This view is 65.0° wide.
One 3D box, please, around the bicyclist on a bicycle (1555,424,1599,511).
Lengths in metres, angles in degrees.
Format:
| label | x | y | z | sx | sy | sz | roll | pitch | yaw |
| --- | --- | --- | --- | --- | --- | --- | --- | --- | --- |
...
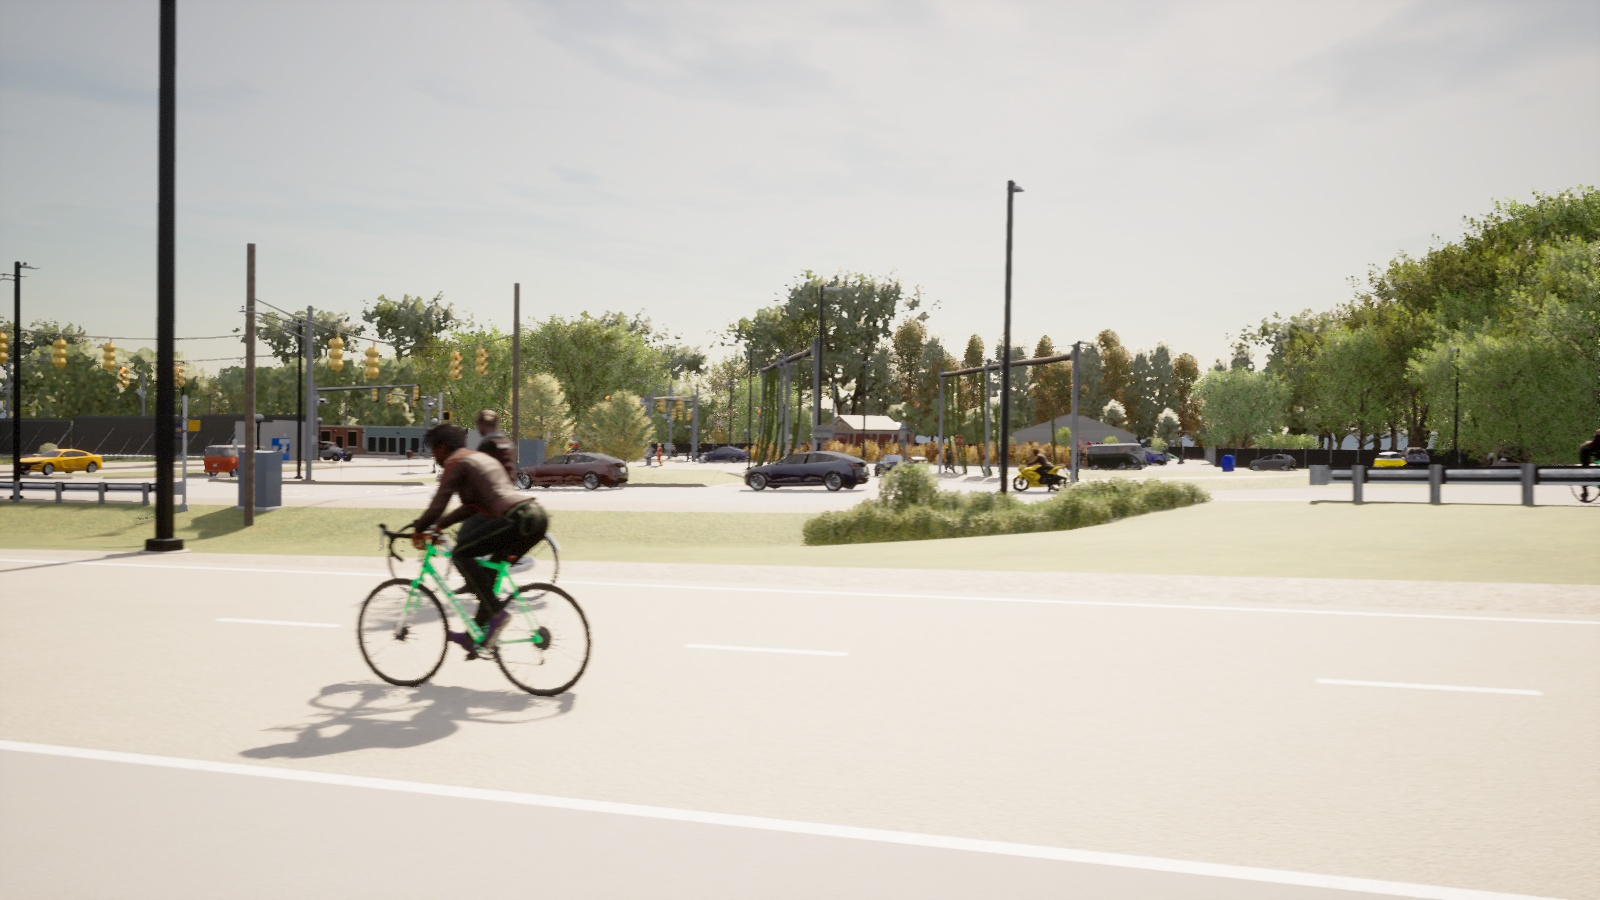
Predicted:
| label | x | y | z | sx | sy | sz | roll | pitch | yaw |
| --- | --- | --- | --- | --- | --- | --- | --- | --- | --- |
| bicyclist on a bicycle | 15.174 | 0.326 | 23.645 | 0.582 | 1.620 | 1.656 | 1 | -1 | -18 |

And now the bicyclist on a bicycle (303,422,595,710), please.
| label | x | y | z | sx | sy | sz | roll | pitch | yaw |
| --- | --- | --- | --- | --- | --- | --- | --- | --- | --- |
| bicyclist on a bicycle | -2.120 | 0.647 | 7.598 | 1.656 | 1.620 | 0.582 | 0 | 1 | 19 |

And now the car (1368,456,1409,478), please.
| label | x | y | z | sx | sy | sz | roll | pitch | yaw |
| --- | --- | --- | --- | --- | --- | --- | --- | --- | --- |
| car | 39.426 | 1.108 | 84.132 | 2.207 | 1.376 | 1.481 | -1 | 2 | -29 |

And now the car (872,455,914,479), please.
| label | x | y | z | sx | sy | sz | roll | pitch | yaw |
| --- | --- | --- | --- | --- | --- | --- | --- | --- | --- |
| car | 5.962 | 1.095 | 80.991 | 1.812 | 1.442 | 4.674 | 1 | 0 | -7 |

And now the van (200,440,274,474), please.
| label | x | y | z | sx | sy | sz | roll | pitch | yaw |
| --- | --- | --- | --- | --- | --- | --- | --- | --- | --- |
| van | -34.956 | 0.407 | 78.122 | 1.775 | 1.987 | 4.442 | 1 | 1 | 15 |

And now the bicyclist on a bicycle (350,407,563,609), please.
| label | x | y | z | sx | sy | sz | roll | pitch | yaw |
| --- | --- | --- | --- | --- | --- | --- | --- | --- | --- |
| bicyclist on a bicycle | -3.188 | 0.494 | 11.649 | 1.843 | 1.776 | 0.659 | 1 | 1 | 19 |

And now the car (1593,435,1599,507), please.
| label | x | y | z | sx | sy | sz | roll | pitch | yaw |
| --- | --- | --- | --- | --- | --- | --- | --- | --- | --- |
| car | 18.765 | 0.413 | 24.850 | 1.882 | 1.535 | 5.008 | 1 | -2 | -22 |

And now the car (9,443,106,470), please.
| label | x | y | z | sx | sy | sz | roll | pitch | yaw |
| --- | --- | --- | --- | --- | --- | --- | --- | --- | --- |
| car | -43.953 | 0.360 | 74.498 | 1.882 | 1.535 | 5.008 | 1 | 1 | 16 |

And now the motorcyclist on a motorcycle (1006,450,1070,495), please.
| label | x | y | z | sx | sy | sz | roll | pitch | yaw |
| --- | --- | --- | --- | --- | --- | --- | --- | --- | --- |
| motorcyclist on a motorcycle | 8.245 | 0.776 | 43.506 | 2.044 | 1.523 | 0.797 | 0 | 1 | 32 |

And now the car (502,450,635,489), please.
| label | x | y | z | sx | sy | sz | roll | pitch | yaw |
| --- | --- | --- | --- | --- | --- | --- | --- | --- | --- |
| car | -9.264 | 0.765 | 50.426 | 4.792 | 1.488 | 2.163 | 0 | 1 | 18 |

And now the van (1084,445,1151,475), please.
| label | x | y | z | sx | sy | sz | roll | pitch | yaw |
| --- | --- | --- | --- | --- | --- | --- | --- | --- | --- |
| van | 21.961 | 0.715 | 87.011 | 1.775 | 1.987 | 4.442 | 0 | -1 | -33 |

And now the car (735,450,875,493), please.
| label | x | y | z | sx | sy | sz | roll | pitch | yaw |
| --- | --- | --- | --- | --- | --- | --- | --- | --- | --- |
| car | 0.196 | 0.779 | 47.332 | 4.792 | 1.488 | 2.163 | 0 | 1 | 21 |
